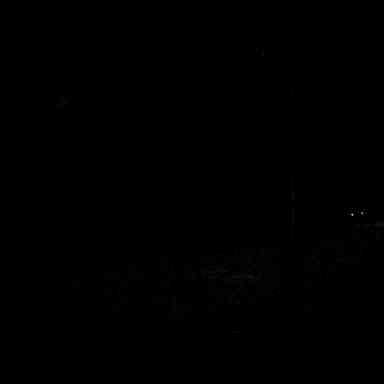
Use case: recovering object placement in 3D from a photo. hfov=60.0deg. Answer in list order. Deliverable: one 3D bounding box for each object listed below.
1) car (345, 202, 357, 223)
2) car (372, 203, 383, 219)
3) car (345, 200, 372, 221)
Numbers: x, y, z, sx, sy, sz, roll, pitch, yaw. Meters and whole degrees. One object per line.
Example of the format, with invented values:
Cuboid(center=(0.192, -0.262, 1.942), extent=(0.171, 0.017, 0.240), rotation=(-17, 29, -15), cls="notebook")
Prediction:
Cuboid(center=(9.307, 1.537, 24.354), extent=(1.947, 1.339, 4.313), rotation=(0, 0, -35), cls="car")
Cuboid(center=(15.844, 1.577, 29.012), extent=(1.947, 1.339, 4.313), rotation=(0, 0, -35), cls="car")
Cuboid(center=(10.845, 1.207, 26.575), extent=(2.150, 2.045, 5.566), rotation=(0, 0, -35), cls="car")
